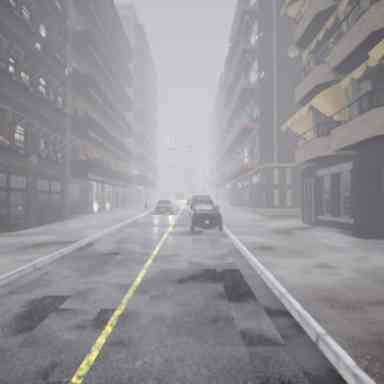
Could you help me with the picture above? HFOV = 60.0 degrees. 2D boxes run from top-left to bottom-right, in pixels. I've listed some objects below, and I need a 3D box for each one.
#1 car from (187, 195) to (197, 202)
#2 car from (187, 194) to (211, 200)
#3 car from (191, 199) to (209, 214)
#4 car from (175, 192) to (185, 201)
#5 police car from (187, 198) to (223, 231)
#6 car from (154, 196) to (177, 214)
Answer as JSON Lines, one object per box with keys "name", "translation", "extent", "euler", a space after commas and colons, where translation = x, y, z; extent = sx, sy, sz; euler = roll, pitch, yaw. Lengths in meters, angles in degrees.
{"name": "car", "translation": [0.001, 1.428, 72.167], "extent": [2.128, 1.511, 4.902], "euler": [0, 0, 0]}
{"name": "car", "translation": [0.825, 1.236, 30.562], "extent": [2.150, 2.045, 5.566], "euler": [0, 0, 0]}
{"name": "car", "translation": [0.826, 1.540, 36.533], "extent": [1.812, 1.442, 4.674], "euler": [0, 0, 0]}
{"name": "car", "translation": [-2.749, 1.070, 77.310], "extent": [2.150, 2.045, 5.566], "euler": [0, 0, 0]}
{"name": "police car", "translation": [0.825, 1.434, 20.635], "extent": [1.930, 1.638, 5.238], "euler": [0, 0, 0]}
{"name": "car", "translation": [-2.842, 1.518, 34.776], "extent": [1.837, 1.490, 4.892], "euler": [0, 0, 0]}
